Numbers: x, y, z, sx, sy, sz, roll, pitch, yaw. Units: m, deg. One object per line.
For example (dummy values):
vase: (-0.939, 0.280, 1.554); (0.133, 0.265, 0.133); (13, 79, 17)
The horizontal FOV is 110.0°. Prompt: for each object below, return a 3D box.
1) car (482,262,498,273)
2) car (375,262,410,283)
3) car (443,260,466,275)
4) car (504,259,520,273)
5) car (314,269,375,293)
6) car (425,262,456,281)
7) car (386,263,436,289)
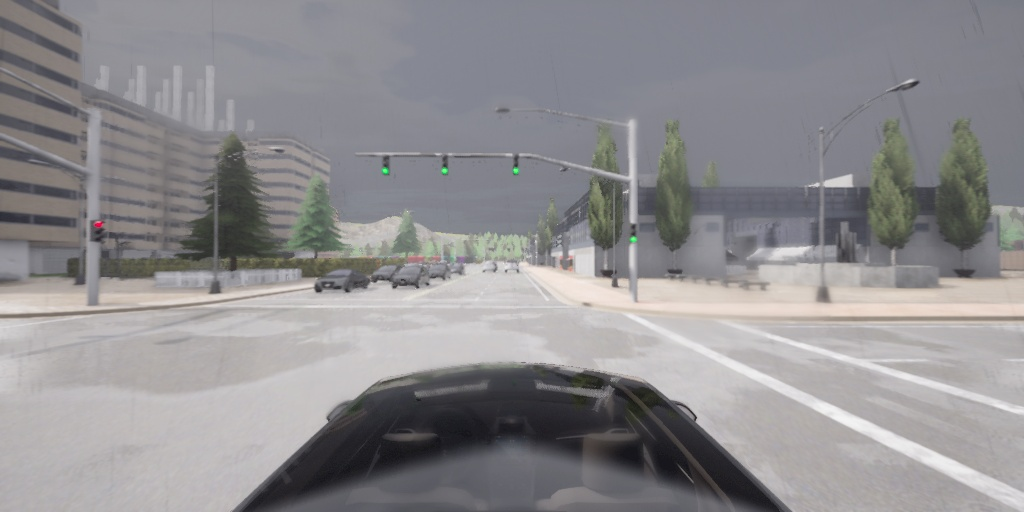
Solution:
car: (-3.486, 1.766, 54.882); (1.812, 1.442, 4.674); (0, -1, 0)
car: (-10.587, 1.527, 31.252); (1.837, 1.490, 4.892); (0, -1, 0)
car: (-7.021, 1.645, 45.417); (2.128, 1.511, 4.902); (0, -1, 1)
car: (0.007, 1.449, 53.444); (2.150, 2.045, 5.566); (0, -1, 0)
car: (-10.591, 1.507, 22.598); (1.994, 1.385, 4.181); (0, -1, 0)
car: (-7.078, 1.562, 35.000); (1.837, 1.490, 4.892); (0, -1, 0)
car: (-7.085, 1.476, 25.637); (1.837, 1.490, 4.892); (0, -1, 0)
